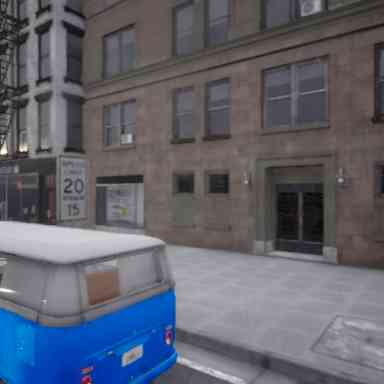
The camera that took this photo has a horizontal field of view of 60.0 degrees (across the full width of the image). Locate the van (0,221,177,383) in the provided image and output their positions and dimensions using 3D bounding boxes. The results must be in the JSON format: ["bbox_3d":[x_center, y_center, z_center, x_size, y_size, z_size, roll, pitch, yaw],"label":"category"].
[{"bbox_3d":[-2.080,1.342,4.297,3.998,1.788,1.690,0,0,36],"label":"van"}]
